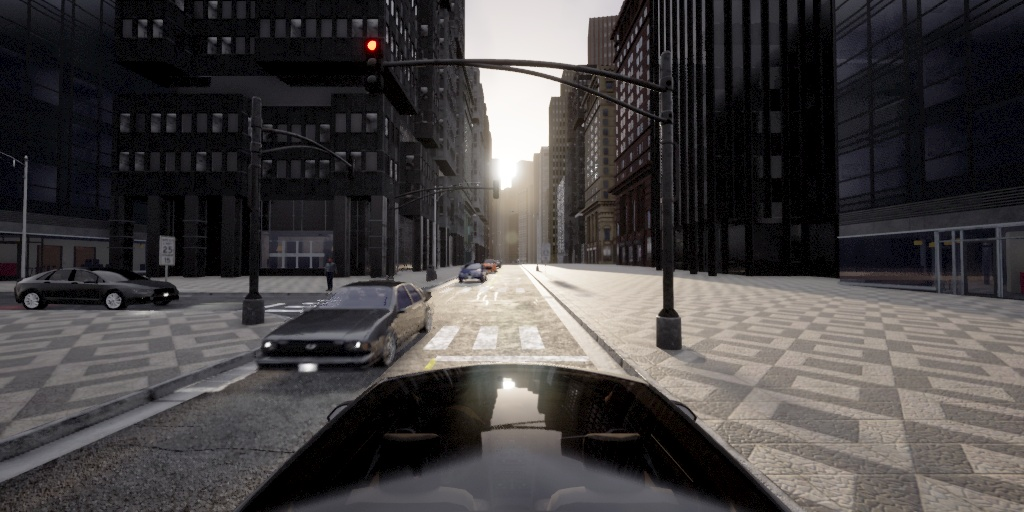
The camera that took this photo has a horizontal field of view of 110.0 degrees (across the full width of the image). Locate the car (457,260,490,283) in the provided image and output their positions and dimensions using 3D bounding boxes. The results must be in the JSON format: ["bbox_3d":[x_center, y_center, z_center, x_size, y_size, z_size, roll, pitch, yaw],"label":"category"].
[{"bbox_3d":[-3.042,1.289,28.530,1.812,1.442,4.674,0,0,1],"label":"car"}]

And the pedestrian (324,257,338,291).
[{"bbox_3d":[-9.967,0.974,19.623,0.375,1.860,0.375,0,-1,0],"label":"pedestrian"}]

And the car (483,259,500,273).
[{"bbox_3d":[-2.999,1.156,44.624,2.097,1.767,4.553,0,0,0],"label":"car"}]

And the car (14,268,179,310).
[{"bbox_3d":[-15.342,1.191,13.401,4.892,1.490,1.837,0,-1,0],"label":"car"}]

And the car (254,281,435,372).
[{"bbox_3d":[-3.083,1.295,8.084,2.033,1.411,5.357,0,0,0],"label":"car"}]
